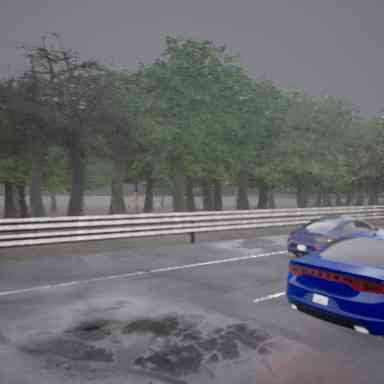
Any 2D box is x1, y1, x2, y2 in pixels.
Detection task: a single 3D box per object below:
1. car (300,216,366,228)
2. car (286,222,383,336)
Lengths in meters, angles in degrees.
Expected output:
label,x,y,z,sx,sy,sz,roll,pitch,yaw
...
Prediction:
label,x,y,z,sx,sy,sz,roll,pitch,yaw
car,5.313,1.578,11.676,4.674,1.442,1.812,0,0,-35
car,4.000,1.511,6.518,5.008,1.535,1.882,0,0,-35
